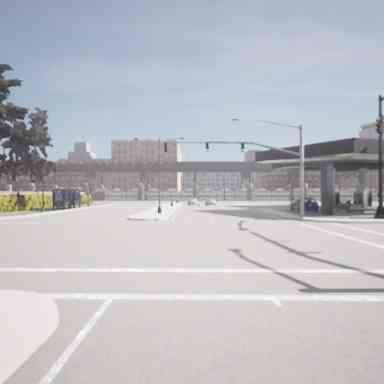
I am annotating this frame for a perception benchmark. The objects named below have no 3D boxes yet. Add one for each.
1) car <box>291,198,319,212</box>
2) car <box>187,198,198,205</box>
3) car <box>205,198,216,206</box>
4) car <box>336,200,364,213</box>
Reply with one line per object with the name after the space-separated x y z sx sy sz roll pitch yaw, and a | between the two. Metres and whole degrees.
13.257 1.520 39.344 2.242 1.667 4.611 0 0 0 | car
0.182 1.901 65.813 1.812 1.442 4.674 0 0 0 | car
3.575 1.891 64.029 1.812 1.442 4.674 0 0 0 | car
19.003 1.686 40.098 1.970 1.475 3.806 0 0 0 | car
